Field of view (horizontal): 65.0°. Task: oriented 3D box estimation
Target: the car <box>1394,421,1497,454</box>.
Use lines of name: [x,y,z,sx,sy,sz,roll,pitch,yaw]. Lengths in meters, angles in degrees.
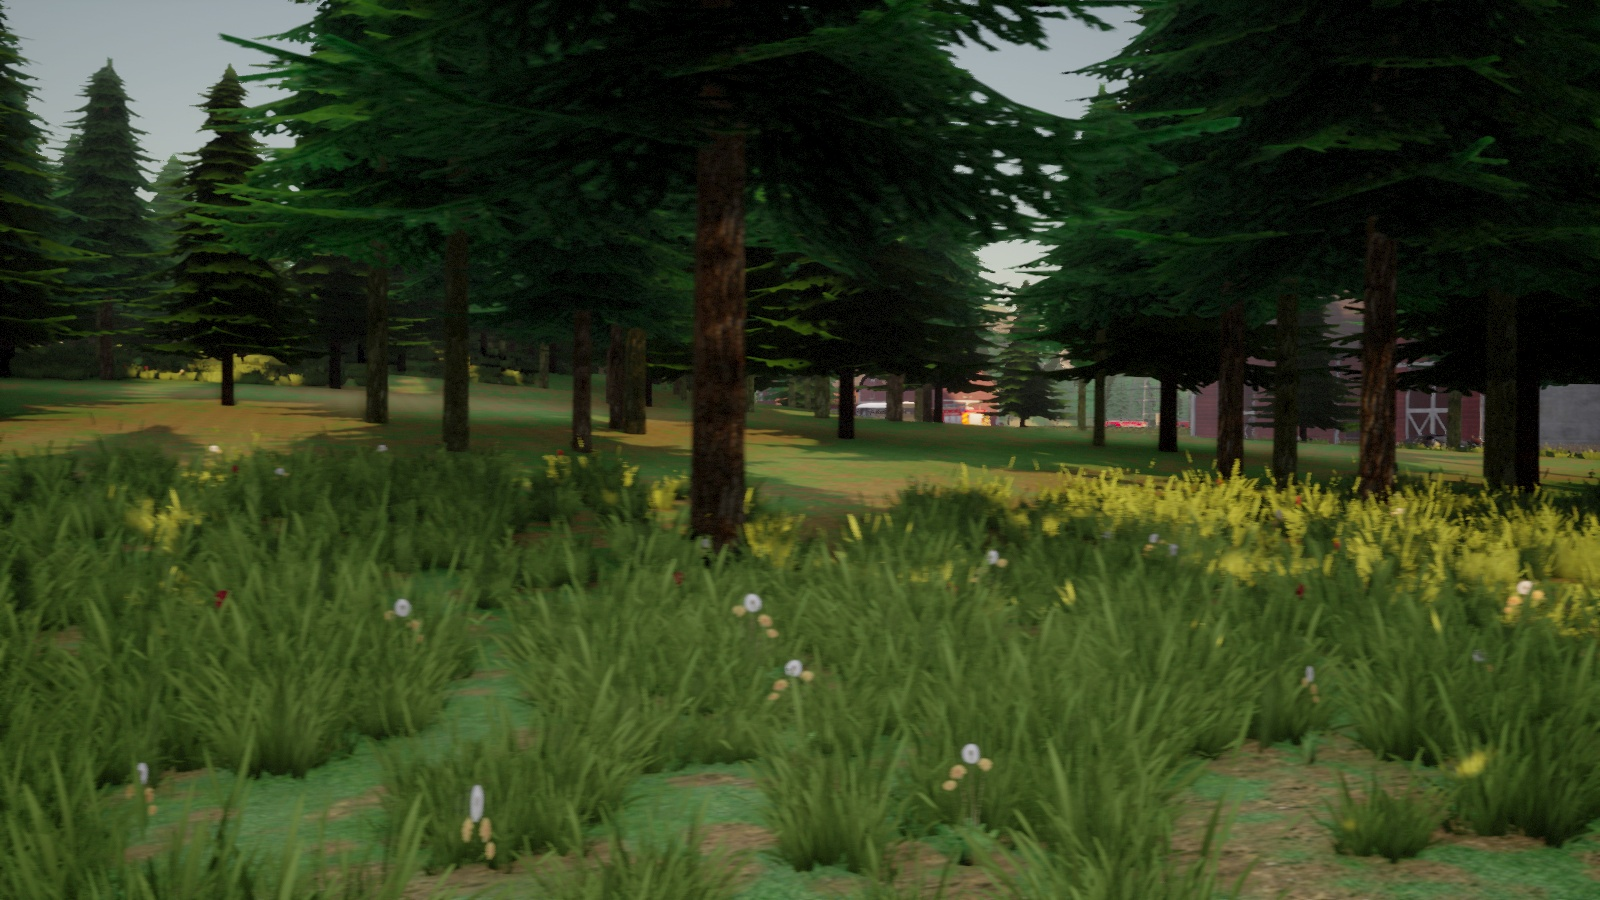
car: [30.154,-0.611,58.784,1.816,1.474,4.193,-1,1,-20]
